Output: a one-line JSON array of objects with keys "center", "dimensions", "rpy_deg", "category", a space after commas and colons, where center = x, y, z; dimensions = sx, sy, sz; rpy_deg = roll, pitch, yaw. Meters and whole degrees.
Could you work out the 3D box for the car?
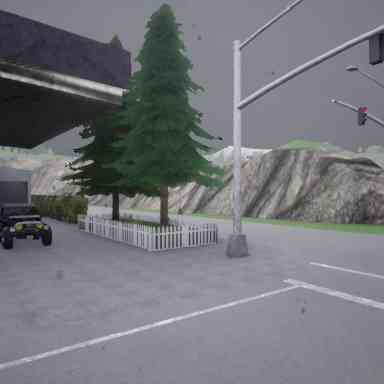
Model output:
[{"center": [-8.053, 1.505, 15.798], "dimensions": [1.905, 1.878, 3.866], "rpy_deg": [0, 0, -37], "category": "car"}]
